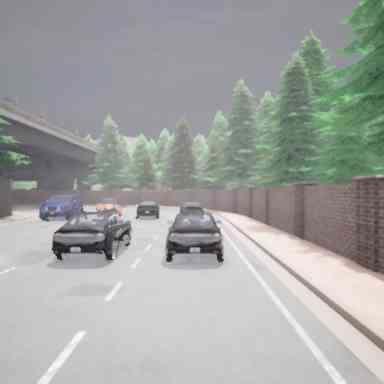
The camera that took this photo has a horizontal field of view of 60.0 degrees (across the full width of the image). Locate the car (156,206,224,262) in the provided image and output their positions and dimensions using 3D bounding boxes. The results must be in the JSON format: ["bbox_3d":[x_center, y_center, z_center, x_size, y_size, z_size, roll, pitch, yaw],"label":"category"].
[{"bbox_3d":[0.089,1.482,12.130,2.128,1.511,4.902,0,0,0],"label":"car"}]

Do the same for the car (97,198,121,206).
[{"bbox_3d":[-7.679,1.330,30.734,2.097,1.767,4.553,0,0,-16],"label":"car"}]

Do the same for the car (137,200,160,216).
[{"bbox_3d":[-3.832,1.455,29.210,1.882,1.535,5.008,0,0,-5],"label":"car"}]

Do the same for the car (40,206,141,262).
[{"bbox_3d":[-3.410,1.483,12.166,2.128,1.511,4.902,0,0,0],"label":"car"}]

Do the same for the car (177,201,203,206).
[{"bbox_3d":[-0.121,1.483,27.772,1.837,1.490,4.892,0,0,-3],"label":"car"}]

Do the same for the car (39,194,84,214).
[{"bbox_3d":[-10.485,1.203,27.315,2.150,2.045,5.566,1,0,-3],"label":"car"}]
